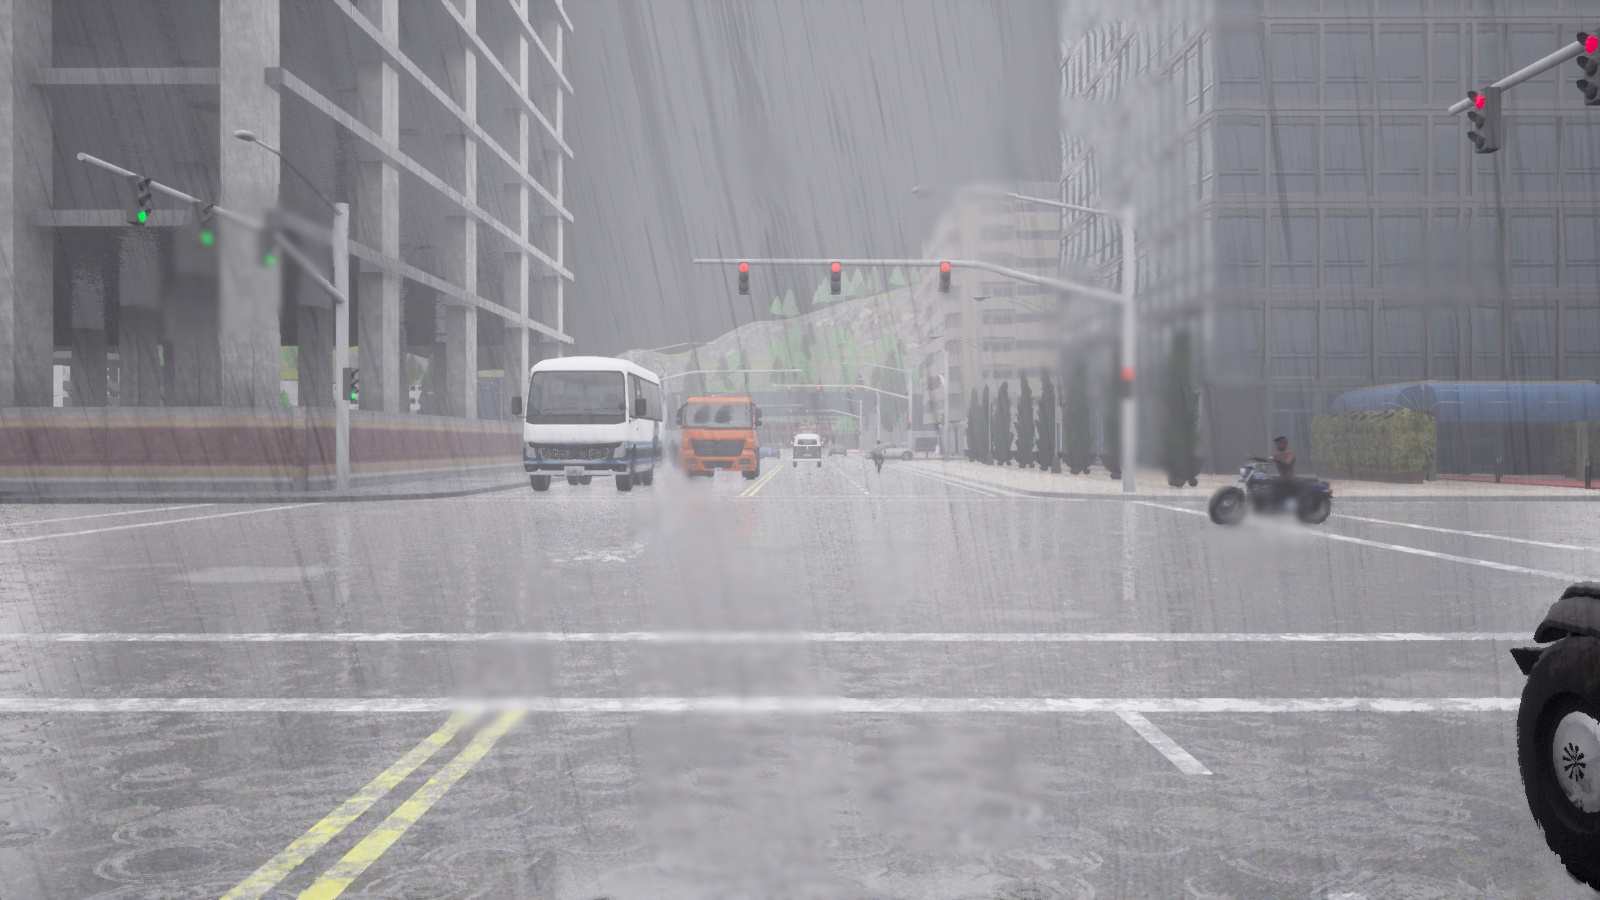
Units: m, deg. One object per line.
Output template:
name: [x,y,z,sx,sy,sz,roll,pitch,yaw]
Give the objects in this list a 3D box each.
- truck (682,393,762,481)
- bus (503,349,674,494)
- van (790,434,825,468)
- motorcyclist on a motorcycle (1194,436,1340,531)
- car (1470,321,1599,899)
truck: [-3.185,-0.538,53.285,2.891,3.462,7.936,0,0,0]
bus: [-6.747,-0.873,42.103,3.944,4.253,10.273,0,0,0]
van: [0.452,0.032,77.677,2.069,2.038,4.480,0,0,0]
motorcyclist on a motorcycle: [8.288,0.577,22.341,2.350,1.649,0.766,0,1,-9]
car: [3.532,0.529,2.910,1.905,1.878,3.866,0,0,0]
